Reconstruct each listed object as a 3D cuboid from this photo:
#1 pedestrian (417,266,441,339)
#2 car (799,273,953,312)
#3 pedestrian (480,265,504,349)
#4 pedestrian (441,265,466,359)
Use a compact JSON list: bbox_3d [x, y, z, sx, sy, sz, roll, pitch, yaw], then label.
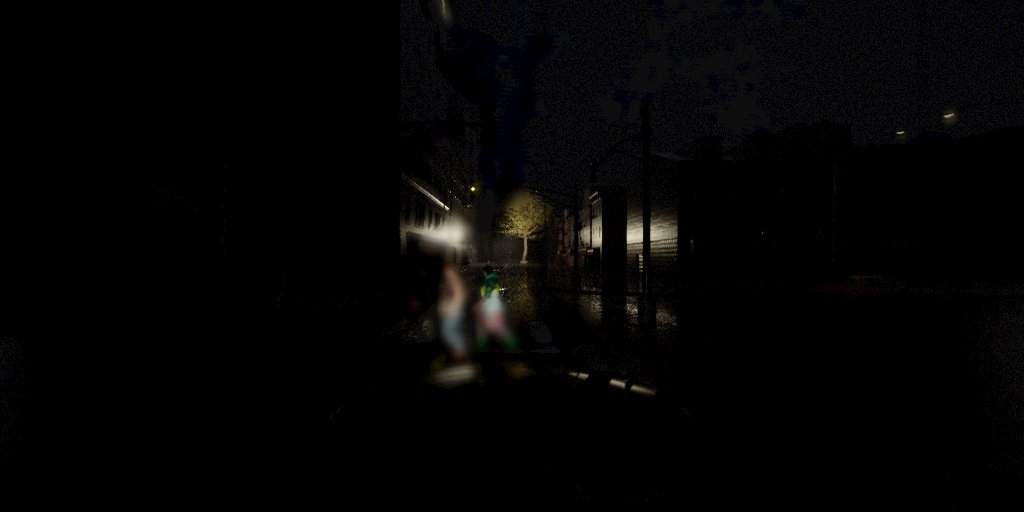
[{"bbox_3d":[-1.887,1.044,8.280,0.375,1.860,0.375,0,0,0],"label":"pedestrian"},{"bbox_3d":[13.906,1.346,13.812,4.829,1.417,1.751,0,0,0],"label":"car"},{"bbox_3d":[-0.431,1.044,7.674,0.375,1.860,0.375,0,0,0],"label":"pedestrian"},{"bbox_3d":[-1.123,1.046,7.073,0.375,1.860,0.375,0,0,0],"label":"pedestrian"}]
